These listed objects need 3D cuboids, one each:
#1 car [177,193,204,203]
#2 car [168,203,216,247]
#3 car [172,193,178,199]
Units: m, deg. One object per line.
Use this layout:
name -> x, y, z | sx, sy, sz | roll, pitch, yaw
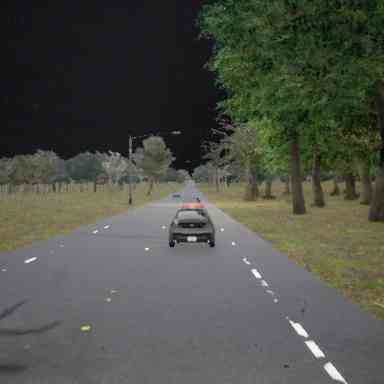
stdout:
car -> 0.000, 1.225, 29.619 | 2.097, 1.767, 4.553 | 0, 0, 0
car -> 0.000, 1.468, 14.649 | 1.837, 1.490, 4.892 | 0, 0, 0
car -> -3.500, 0.805, 75.922 | 1.895, 1.301, 4.718 | 0, 1, 0
